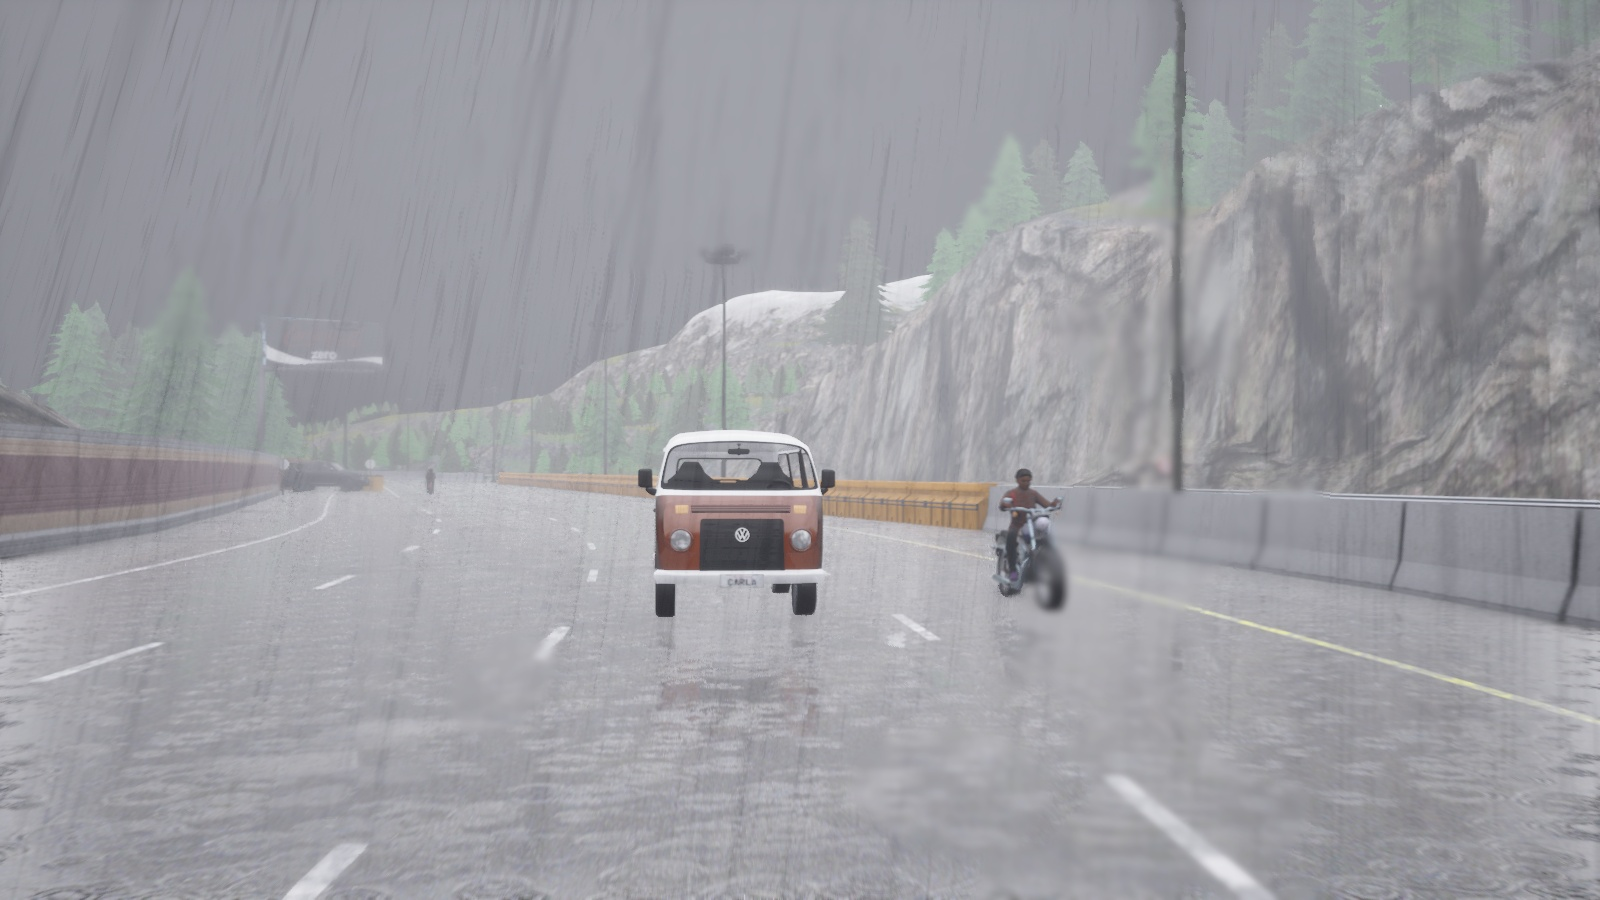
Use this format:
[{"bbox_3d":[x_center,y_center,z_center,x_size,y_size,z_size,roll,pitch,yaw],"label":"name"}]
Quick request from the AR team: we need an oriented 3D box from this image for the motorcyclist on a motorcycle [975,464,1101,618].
[{"bbox_3d":[2.735,1.000,14.738,0.766,1.649,2.350,-1,-1,-6],"label":"motorcyclist on a motorcycle"}]

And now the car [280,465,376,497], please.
[{"bbox_3d":[-31.594,2.084,84.169,5.566,2.045,2.150,0,-2,1],"label":"car"}]

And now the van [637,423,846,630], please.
[{"bbox_3d":[-0.833,0.788,14.688,2.069,2.038,4.480,0,-1,-7],"label":"van"}]
